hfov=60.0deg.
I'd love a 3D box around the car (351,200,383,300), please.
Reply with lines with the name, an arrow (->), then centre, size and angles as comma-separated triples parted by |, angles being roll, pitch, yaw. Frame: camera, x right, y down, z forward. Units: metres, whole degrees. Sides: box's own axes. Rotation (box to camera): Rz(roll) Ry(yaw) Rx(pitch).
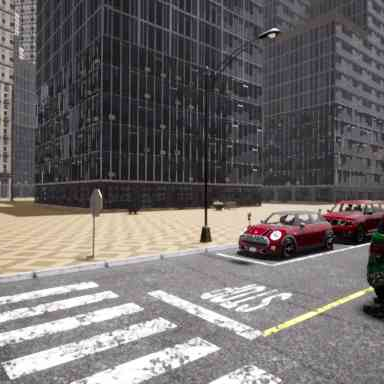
car -> 5.873, 1.232, 7.198 | 5.566, 2.045, 2.150 | 0, 0, -39

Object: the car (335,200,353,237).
car -> 8.011, 1.336, 16.278 | 5.009, 1.841, 2.192 | 0, 0, -39

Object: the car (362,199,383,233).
car -> 12.385, 1.342, 19.848 | 5.009, 1.841, 2.192 | 0, 0, -39

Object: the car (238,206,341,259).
car -> 3.636, 1.455, 12.708 | 4.097, 1.590, 1.967 | 0, 0, -39
